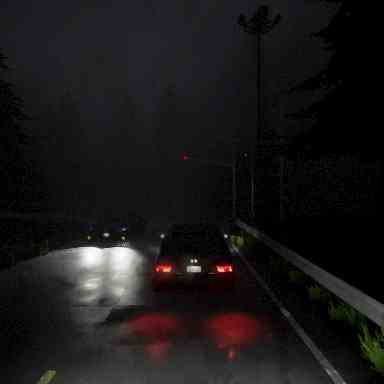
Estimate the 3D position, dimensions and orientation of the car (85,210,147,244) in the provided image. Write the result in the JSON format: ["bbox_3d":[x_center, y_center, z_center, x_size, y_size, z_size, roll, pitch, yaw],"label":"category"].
[{"bbox_3d":[-3.409,1.563,15.580,1.994,1.385,4.181,0,0,3],"label":"car"}]

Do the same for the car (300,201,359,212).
[{"bbox_3d":[12.296,1.580,29.836,5.008,1.535,1.882,-4,-2,20],"label":"car"}]

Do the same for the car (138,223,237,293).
[{"bbox_3d":[0.055,1.547,8.985,2.033,1.411,5.357,0,0,0],"label":"car"}]
